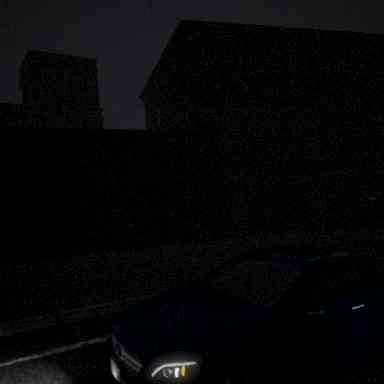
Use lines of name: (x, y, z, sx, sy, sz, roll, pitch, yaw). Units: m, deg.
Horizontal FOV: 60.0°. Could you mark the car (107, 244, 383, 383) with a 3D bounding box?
car: (1.259, 1.501, 4.472, 4.674, 1.442, 1.812, 0, 0, -29)
